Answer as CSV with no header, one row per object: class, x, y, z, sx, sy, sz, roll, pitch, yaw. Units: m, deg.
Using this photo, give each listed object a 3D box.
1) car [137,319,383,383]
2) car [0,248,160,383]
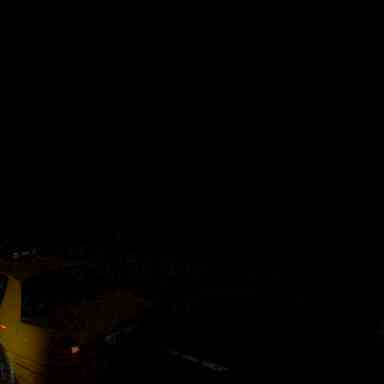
car,2.051,1.551,1.628,4.403,1.369,2.008,0,1,35
car,-2.636,1.522,4.969,4.829,1.417,1.752,0,1,35
